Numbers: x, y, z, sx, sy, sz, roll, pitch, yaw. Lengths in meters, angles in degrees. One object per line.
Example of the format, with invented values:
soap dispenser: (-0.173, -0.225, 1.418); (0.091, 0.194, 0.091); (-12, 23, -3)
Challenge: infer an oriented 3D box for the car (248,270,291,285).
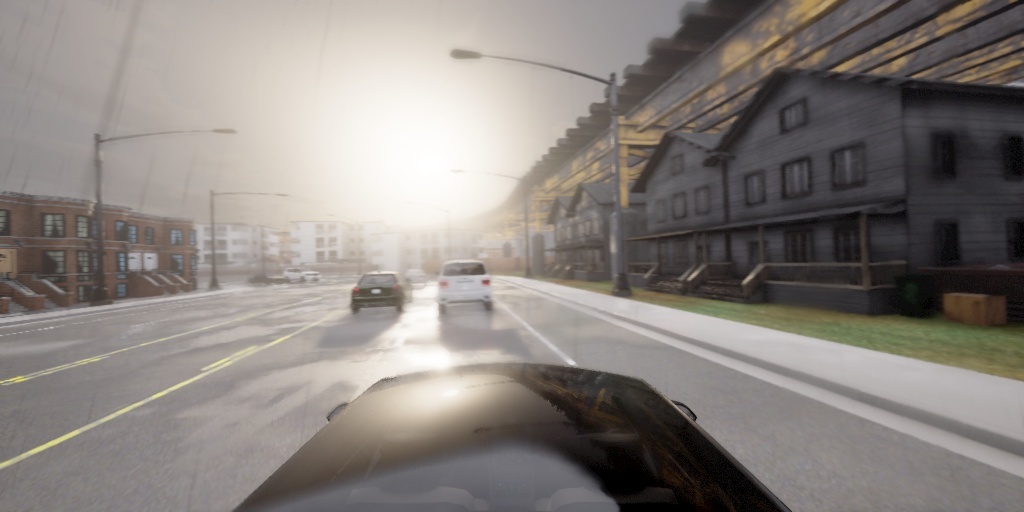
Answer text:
car: (-31.581, 2.969, 46.239); (5.357, 1.411, 2.033); (-2, -1, 24)

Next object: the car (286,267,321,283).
car: (-28.566, 2.569, 48.770); (5.566, 2.045, 2.150); (-3, -1, 26)

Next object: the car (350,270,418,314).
car: (-5.810, 1.489, 16.515); (2.097, 1.767, 4.553); (-2, -1, -9)

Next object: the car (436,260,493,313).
car: (-2.149, 1.220, 15.809); (2.150, 2.045, 5.566); (-2, -1, -10)

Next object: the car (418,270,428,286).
car: (-8.697, 1.963, 32.540); (1.812, 1.442, 4.674); (-2, -1, -13)
